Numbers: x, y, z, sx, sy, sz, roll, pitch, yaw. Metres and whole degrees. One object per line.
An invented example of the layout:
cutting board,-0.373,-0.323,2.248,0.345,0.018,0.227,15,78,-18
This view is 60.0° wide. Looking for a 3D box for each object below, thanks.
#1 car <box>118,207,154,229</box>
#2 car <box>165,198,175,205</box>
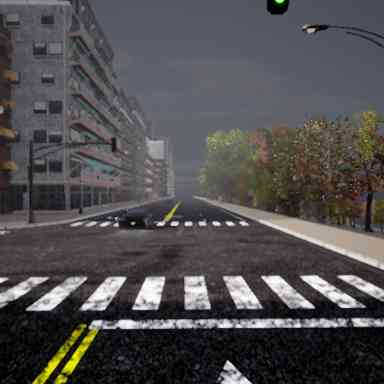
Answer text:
car,-3.685,1.747,22.661,1.994,1.385,4.181,0,0,-1
car,-4.587,1.923,69.521,1.994,1.385,4.181,0,0,-1
